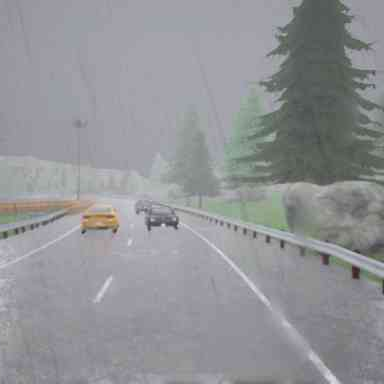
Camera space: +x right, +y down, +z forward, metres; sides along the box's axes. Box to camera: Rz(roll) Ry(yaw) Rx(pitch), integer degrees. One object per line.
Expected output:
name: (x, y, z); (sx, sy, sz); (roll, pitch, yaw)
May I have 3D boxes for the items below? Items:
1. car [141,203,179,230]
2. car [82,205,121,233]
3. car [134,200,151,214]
car: (-2.046, 1.622, 21.356); (1.895, 1.301, 4.718); (0, 0, -10)
car: (-5.367, 1.508, 19.967); (1.882, 1.535, 5.008); (0, 0, -10)
car: (-5.242, 1.589, 36.250); (2.033, 1.411, 5.357); (0, 0, -13)
